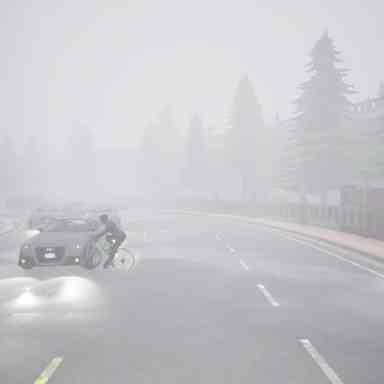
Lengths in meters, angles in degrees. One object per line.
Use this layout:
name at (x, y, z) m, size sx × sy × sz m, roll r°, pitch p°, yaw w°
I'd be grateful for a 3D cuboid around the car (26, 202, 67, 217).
car at (-9.356, 1.564, 21.598) m, size 1.994 × 1.385 × 4.181 m, roll 0°, pitch 0°, yaw -22°

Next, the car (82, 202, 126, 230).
car at (-5.619, 1.564, 20.824) m, size 1.994 × 1.385 × 4.181 m, roll 0°, pitch 0°, yaw -20°

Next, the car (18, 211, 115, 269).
car at (-4.017, 1.562, 11.058) m, size 1.994 × 1.385 × 4.181 m, roll 0°, pitch 0°, yaw -4°

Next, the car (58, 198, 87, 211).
car at (-10.103, 1.505, 29.650) m, size 1.837 × 1.490 × 4.892 m, roll 0°, pitch 0°, yaw -35°

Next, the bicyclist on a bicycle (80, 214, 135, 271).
bicyclist on a bicycle at (-2.450, 1.485, 9.638) m, size 1.656 × 1.620 × 0.582 m, roll 5°, pitch 0°, yaw -3°

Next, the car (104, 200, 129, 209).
car at (-9.637, 1.601, 39.239) m, size 4.718 × 1.301 × 1.895 m, roll 0°, pitch 0°, yaw 41°

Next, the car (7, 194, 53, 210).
car at (-20.911, 1.221, 42.319) m, size 5.566 × 2.045 × 2.150 m, roll 0°, pitch 0°, yaw 22°

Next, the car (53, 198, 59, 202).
car at (-18.035, 1.526, 44.855) m, size 4.674 × 1.442 × 1.812 m, roll 0°, pitch 0°, yaw 23°
